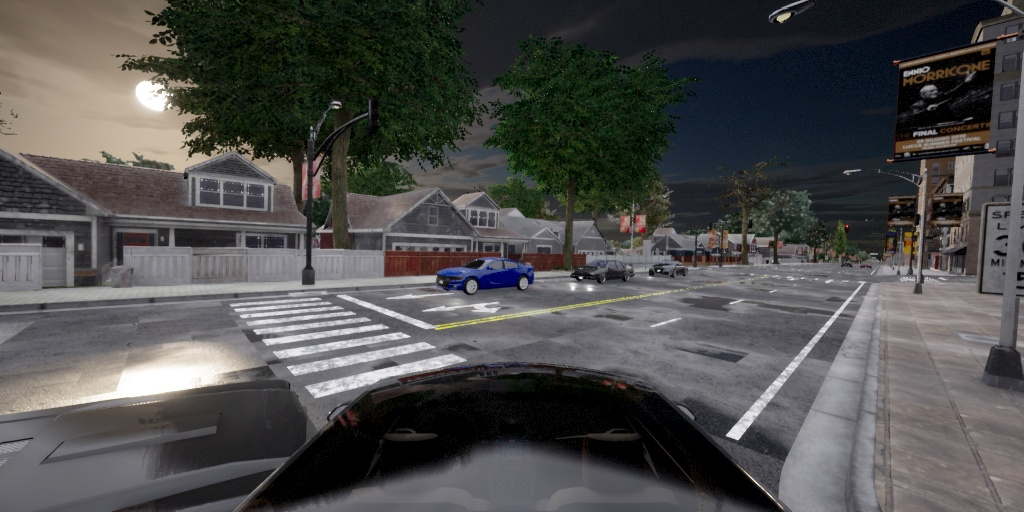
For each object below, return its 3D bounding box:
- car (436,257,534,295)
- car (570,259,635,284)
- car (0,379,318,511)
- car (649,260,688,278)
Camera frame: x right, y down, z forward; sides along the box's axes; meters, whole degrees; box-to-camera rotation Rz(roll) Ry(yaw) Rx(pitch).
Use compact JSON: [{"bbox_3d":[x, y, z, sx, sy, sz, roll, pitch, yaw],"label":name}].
[{"bbox_3d":[-1.107,0.812,16.473,5.008,1.535,1.882,0,2,-44],"label":"car"},{"bbox_3d":[6.063,0.940,23.389,5.357,1.411,2.033,0,2,-44],"label":"car"},{"bbox_3d":[-3.311,1.288,1.289,4.718,1.301,1.895,1,2,-34],"label":"car"},{"bbox_3d":[13.264,1.018,30.307,4.181,1.385,1.994,0,2,-44],"label":"car"}]
